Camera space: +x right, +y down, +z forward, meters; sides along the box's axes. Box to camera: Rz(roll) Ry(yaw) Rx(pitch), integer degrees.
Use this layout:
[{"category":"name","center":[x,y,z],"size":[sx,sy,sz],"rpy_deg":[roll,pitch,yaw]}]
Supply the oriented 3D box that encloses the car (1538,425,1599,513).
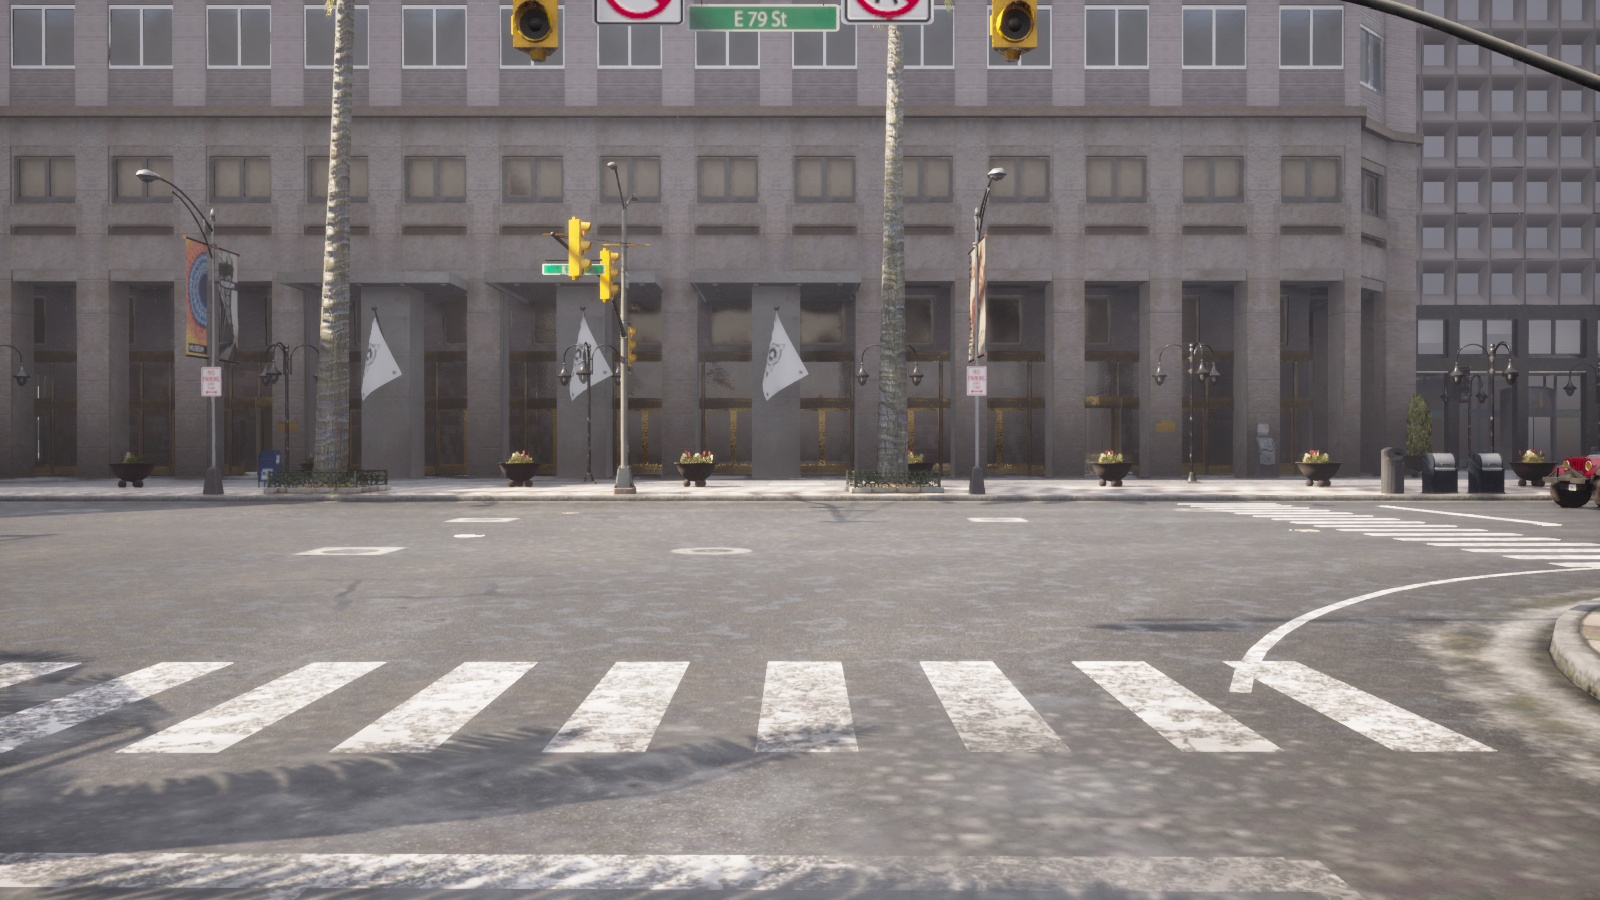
[{"category":"car","center":[18.784,0.401,27.708],"size":[3.866,1.878,1.905],"rpy_deg":[0,0,1]}]
